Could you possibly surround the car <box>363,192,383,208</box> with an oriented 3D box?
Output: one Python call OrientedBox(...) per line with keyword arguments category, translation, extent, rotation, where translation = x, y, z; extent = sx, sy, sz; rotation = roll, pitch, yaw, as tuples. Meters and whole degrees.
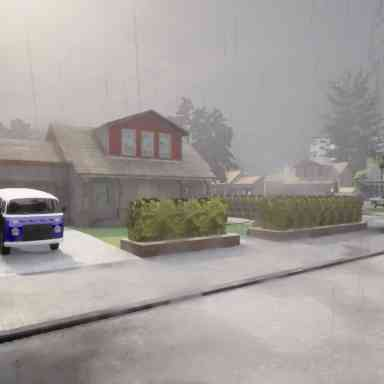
OrientedBox(category="car", translation=(23.066, 0.986, 40.726), extent=(3.866, 1.878, 1.905), rotation=(0, 0, -1))
